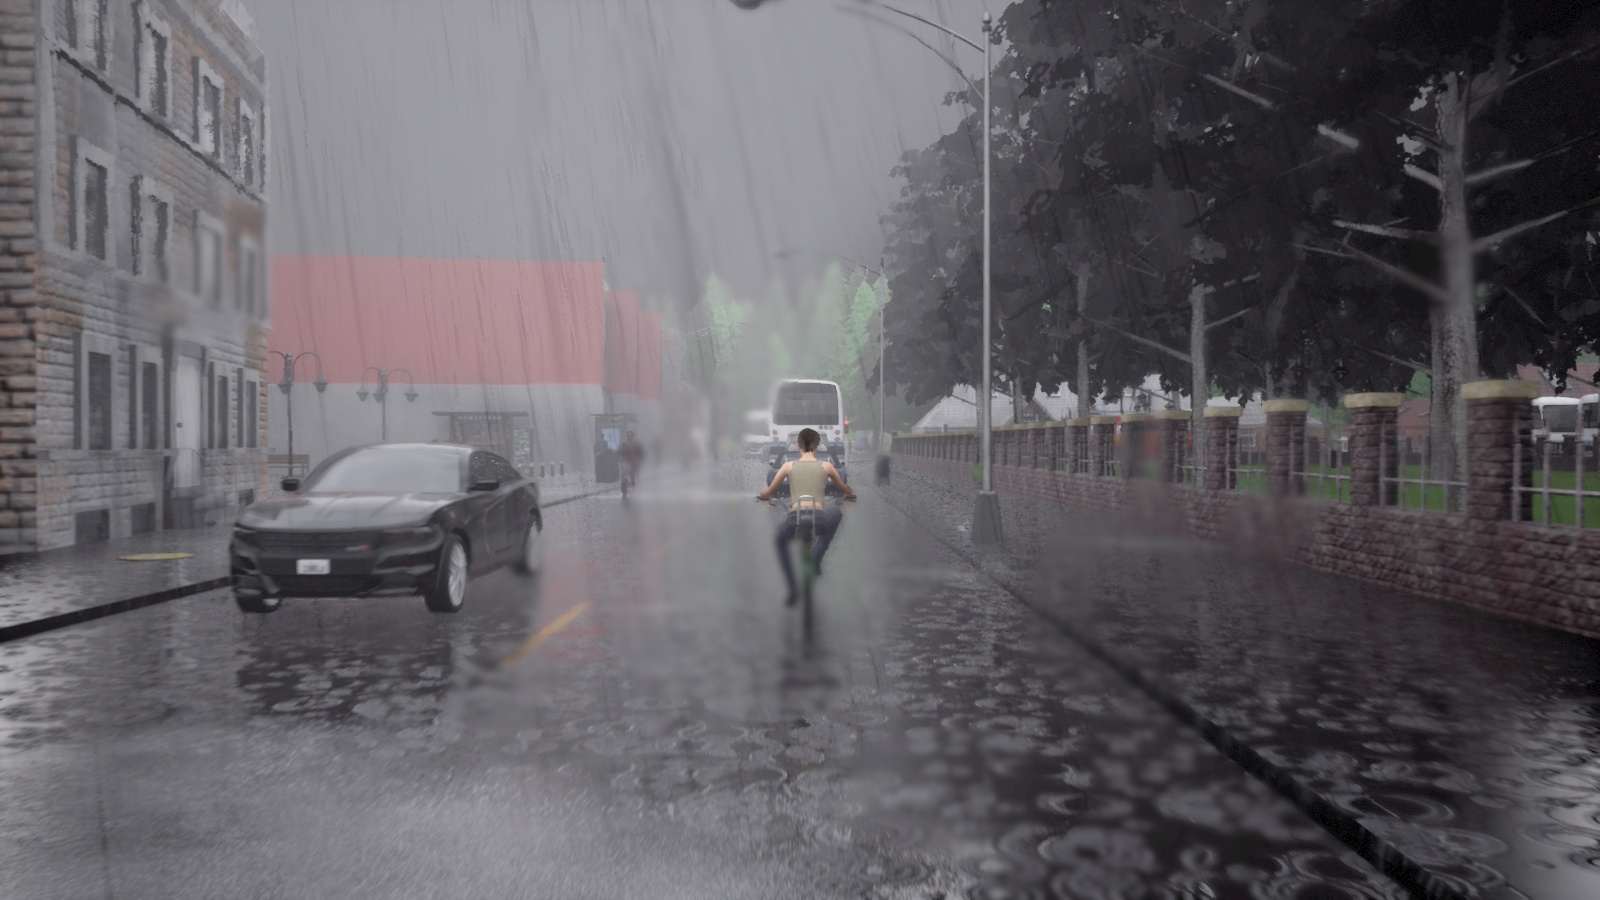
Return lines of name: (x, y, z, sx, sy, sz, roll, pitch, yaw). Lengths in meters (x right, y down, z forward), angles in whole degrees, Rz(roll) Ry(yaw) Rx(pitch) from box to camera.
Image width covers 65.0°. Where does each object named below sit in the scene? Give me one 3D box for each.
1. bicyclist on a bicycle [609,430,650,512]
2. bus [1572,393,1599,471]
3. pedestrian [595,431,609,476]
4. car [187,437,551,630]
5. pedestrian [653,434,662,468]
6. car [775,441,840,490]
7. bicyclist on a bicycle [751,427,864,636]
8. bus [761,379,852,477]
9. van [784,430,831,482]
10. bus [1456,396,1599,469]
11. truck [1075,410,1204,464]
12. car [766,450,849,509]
bicyclist on a bicycle: (-3.835, 0.454, 28.313, 0.659, 1.776, 1.843, 0, 0, 0)
bus: (45.473, -0.961, 65.278, 3.944, 4.253, 10.273, 0, 0, -3)
pedestrian: (-8.116, 0.156, 51.449, 0.370, 1.835, 0.726, 0, 0, 8)
car: (-3.919, 0.651, 12.477, 1.882, 1.535, 5.008, 0, 0, 0)
pedestrian: (-7.989, 0.053, 70.387, 0.402, 1.930, 0.666, 0, 0, 7)
car: (0.244, 0.463, 40.956, 2.007, 1.525, 4.514, 0, 0, 0)
bicyclist on a bicycle: (0.066, 0.624, 10.421, 0.866, 1.612, 1.509, 0, 0, 1)
bus: (0.373, -0.966, 59.680, 3.944, 4.253, 10.273, 0, 0, 1)
van: (0.303, 0.218, 49.943, 1.775, 1.987, 4.442, 0, 0, 0)
bus: (45.330, -1.033, 77.904, 3.944, 4.253, 10.273, 0, 0, 0)
truck: (24.231, -0.905, 89.898, 8.468, 3.827, 2.891, 0, 0, -1)
car: (0.179, 0.673, 30.873, 1.895, 1.301, 4.718, 0, 0, 0)
